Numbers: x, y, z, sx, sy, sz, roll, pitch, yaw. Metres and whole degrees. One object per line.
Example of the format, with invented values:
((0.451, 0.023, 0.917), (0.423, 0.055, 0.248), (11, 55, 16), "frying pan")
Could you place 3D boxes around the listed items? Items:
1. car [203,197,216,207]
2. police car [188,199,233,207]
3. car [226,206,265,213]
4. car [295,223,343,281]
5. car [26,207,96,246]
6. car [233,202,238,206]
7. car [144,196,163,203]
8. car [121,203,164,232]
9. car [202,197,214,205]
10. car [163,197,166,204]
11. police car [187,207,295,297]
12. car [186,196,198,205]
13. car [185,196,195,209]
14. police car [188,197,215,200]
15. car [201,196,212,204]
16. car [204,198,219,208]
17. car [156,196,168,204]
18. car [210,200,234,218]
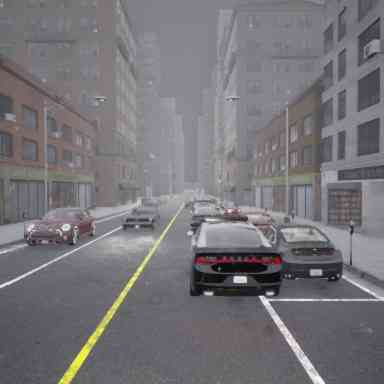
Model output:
((2.738, 1.559, 53.591), (1.887, 1.381, 4.507), (-1, 0, 0), "car")
((0.890, 1.425, 18.762), (1.930, 1.638, 5.238), (0, 0, 0), "police car")
((2.747, 1.544, 15.055), (1.887, 1.381, 4.507), (-1, 0, 0), "car")
((2.748, 1.549, 9.550), (2.008, 1.369, 4.403), (-1, 0, 0), "car")
((-5.780, 1.439, 15.053), (1.967, 1.590, 4.097), (-1, 0, 0), "car")
((2.743, 1.441, 26.066), (1.967, 1.590, 4.097), (-1, 0, 0), "car")
((-5.787, 1.451, 48.084), (1.967, 1.590, 4.097), (-1, 0, 0), "car")
((-3.007, 1.600, 20.474), (1.895, 1.301, 4.718), (0, 0, 0), "car")
((2.737, 1.563, 59.096), (1.887, 1.381, 4.507), (-1, 0, 0), "car")
((-5.787, 1.580, 53.590), (1.947, 1.339, 4.313), (-1, 0, 0), "car")
((0.896, 1.424, 8.761), (1.930, 1.638, 5.238), (0, 0, 0), "police car")
((-0.015, 1.510, 58.960), (2.128, 1.511, 4.902), (0, 0, 0), "car")
((-0.001, 1.535, 45.195), (1.812, 1.442, 4.674), (0, 0, 0), "car")
((0.892, 1.426, 24.762), (1.930, 1.638, 5.238), (0, 0, 0), "police car")
((2.736, 1.567, 64.602), (1.887, 1.381, 4.507), (-1, 0, 0), "car")
((2.740, 1.577, 48.086), (1.947, 1.339, 4.313), (-1, 0, 0), "car")
((-5.789, 1.567, 64.600), (1.887, 1.381, 4.507), (-1, 0, 0), "car")
((2.743, 1.548, 31.571), (1.887, 1.381, 4.507), (-1, 0, 0), "car")
